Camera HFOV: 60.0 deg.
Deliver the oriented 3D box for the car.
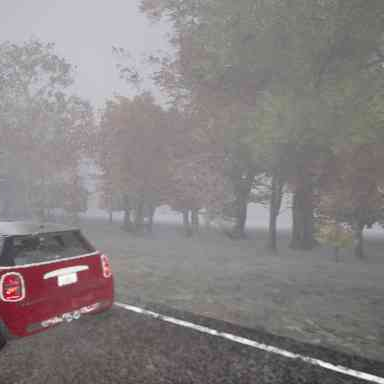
[{"bbox_3d":[-3.612,1.334,6.292,4.553,1.767,2.097,0,0,36],"label":"car"}]
